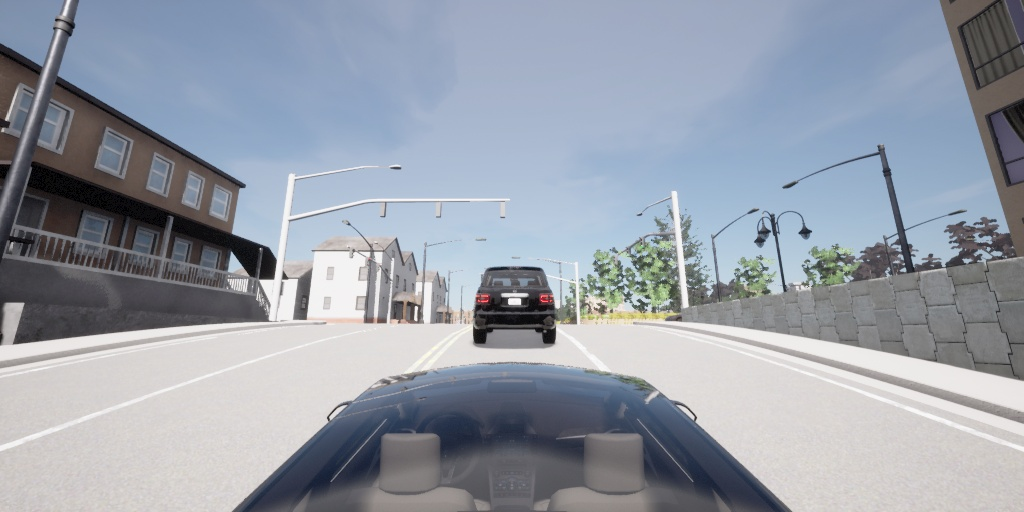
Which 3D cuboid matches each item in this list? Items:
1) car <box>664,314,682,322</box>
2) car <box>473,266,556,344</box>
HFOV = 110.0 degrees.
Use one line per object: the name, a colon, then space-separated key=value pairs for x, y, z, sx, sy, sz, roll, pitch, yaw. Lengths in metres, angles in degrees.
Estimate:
car: x=15.889 y=5.452 z=31.713 sx=4.553 sy=1.767 sz=2.097 roll=0 pitch=-12 yaw=1
car: x=0.070 y=1.501 z=11.182 sx=2.150 sy=2.045 sz=5.566 roll=0 pitch=-7 yaw=0
